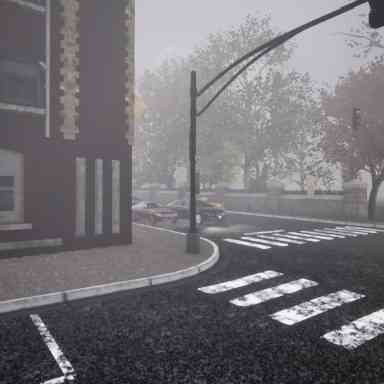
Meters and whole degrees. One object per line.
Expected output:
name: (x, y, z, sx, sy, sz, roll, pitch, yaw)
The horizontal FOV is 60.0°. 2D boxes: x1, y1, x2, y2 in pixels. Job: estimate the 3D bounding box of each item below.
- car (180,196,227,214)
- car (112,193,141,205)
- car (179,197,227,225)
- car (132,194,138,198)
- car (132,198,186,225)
car: (0.950, 1.130, 30.551, 1.752, 1.417, 4.829, 1, 0, -36)
car: (-8.681, 0.864, 43.876, 2.008, 1.369, 4.403, 1, 0, -36)
car: (0.164, 1.208, 21.687, 1.837, 1.490, 4.892, 0, 1, -39)
car: (-5.688, 1.029, 29.833, 1.837, 1.490, 4.892, 0, 1, -36)
car: (-2.503, 1.257, 21.022, 1.802, 1.307, 4.206, 2, 0, -36)
